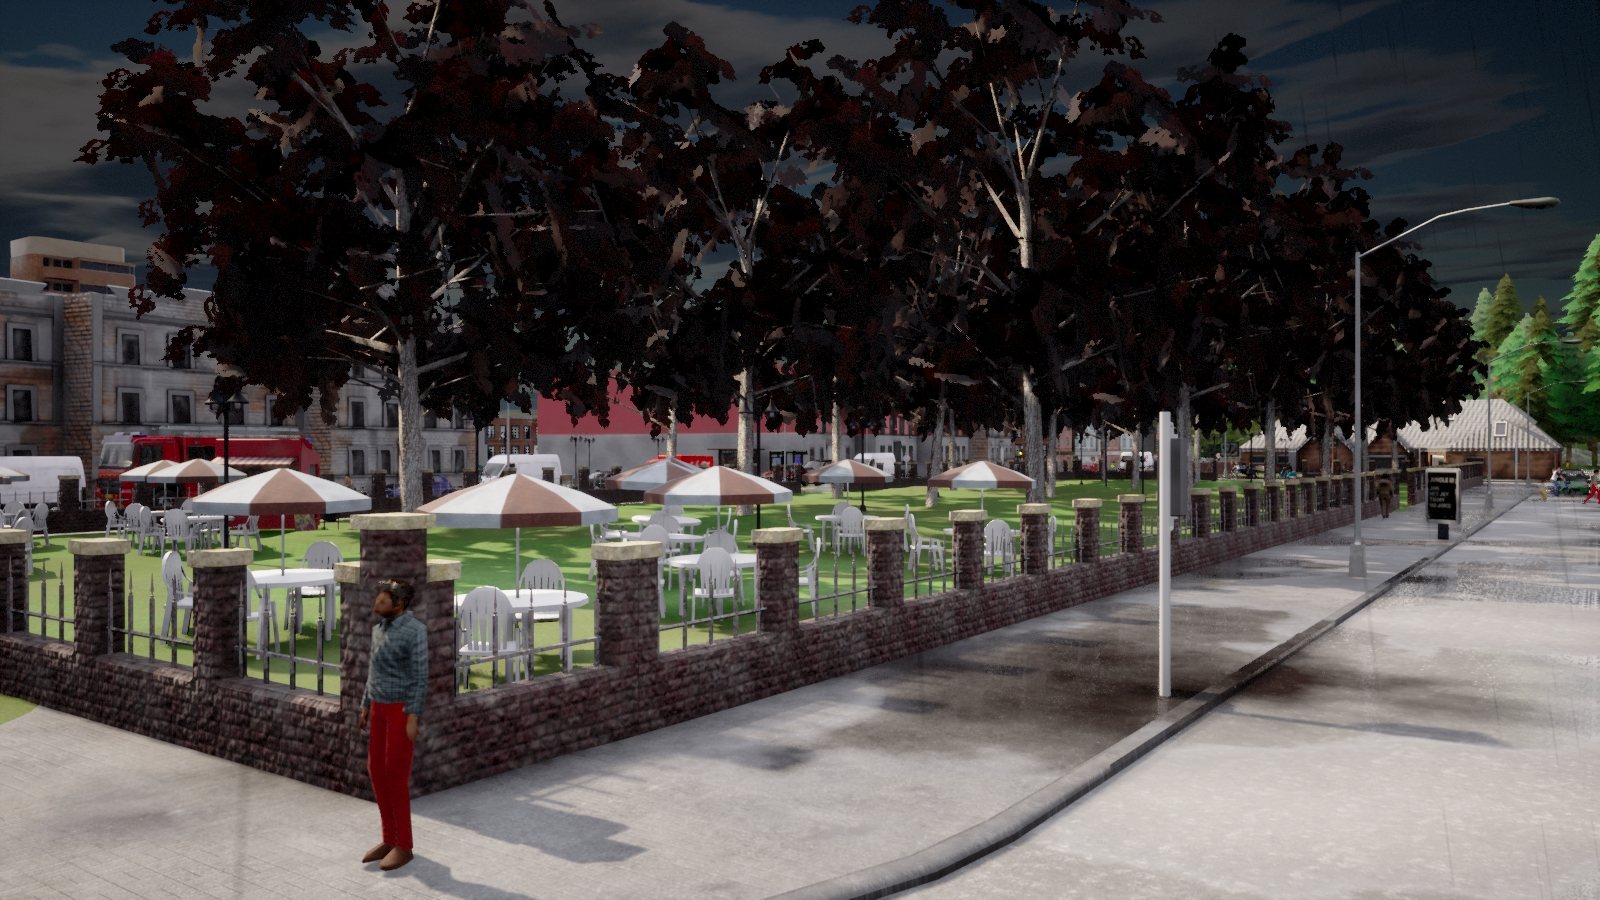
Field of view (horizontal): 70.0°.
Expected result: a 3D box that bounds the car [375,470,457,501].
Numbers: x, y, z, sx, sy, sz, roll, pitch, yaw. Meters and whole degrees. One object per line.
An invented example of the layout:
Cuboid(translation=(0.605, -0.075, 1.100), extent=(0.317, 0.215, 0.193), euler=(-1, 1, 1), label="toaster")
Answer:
Cuboid(translation=(-20.045, 1.818, 59.739), extent=(1.845, 1.501, 3.633), euler=(0, 0, 35), label="car")

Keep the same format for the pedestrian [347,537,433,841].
Cuboid(translation=(-2.655, 1.517, 7.406), extent=(0.375, 1.860, 0.375), euler=(0, 0, 36), label="pedestrian")

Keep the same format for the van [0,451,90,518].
Cuboid(translation=(-31.021, 1.314, 44.007), extent=(1.988, 2.561, 5.915), euler=(0, 0, 35), label="van")

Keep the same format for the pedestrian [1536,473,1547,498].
Cuboid(translation=(39.772, 1.908, 61.259), extent=(0.375, 1.300, 0.375), euler=(0, 0, -33), label="pedestrian")

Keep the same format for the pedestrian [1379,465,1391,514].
Cuboid(translation=(22.519, 1.525, 43.982), extent=(0.375, 1.860, 0.375), euler=(0, 0, 35), label="pedestrian")

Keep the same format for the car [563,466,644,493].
Cuboid(translation=(-12.166, 1.814, 71.050), extent=(2.097, 1.535, 5.006), euler=(0, 0, 35), label="car")

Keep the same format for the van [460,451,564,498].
Cuboid(translation=(-16.329, 1.314, 65.083), extent=(1.988, 2.561, 5.915), euler=(0, 0, 35), label="van")

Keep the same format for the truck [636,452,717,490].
Cuboid(translation=(-8.233, 1.348, 76.671), extent=(2.627, 2.467, 5.204), euler=(0, 0, 35), label="truck")

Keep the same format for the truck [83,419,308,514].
Cuboid(translation=(-26.598, 0.670, 50.778), extent=(2.891, 3.827, 8.468), euler=(0, 0, 35), label="truck")

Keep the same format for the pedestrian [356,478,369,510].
Cuboid(translation=(-18.078, 1.805, 47.238), extent=(0.375, 1.300, 0.375), euler=(0, 0, 35), label="pedestrian")

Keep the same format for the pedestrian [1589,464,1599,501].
Cuboid(translation=(40.205, 1.628, 57.846), extent=(0.375, 1.860, 0.375), euler=(0, 0, 31), label="pedestrian")
